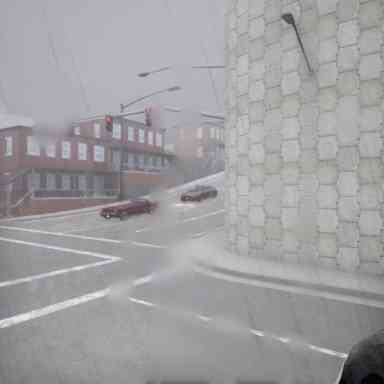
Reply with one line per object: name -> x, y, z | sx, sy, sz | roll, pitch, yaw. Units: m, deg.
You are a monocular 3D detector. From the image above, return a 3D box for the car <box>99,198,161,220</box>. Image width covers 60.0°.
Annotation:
car -> -4.542, 1.187, 24.715 | 1.895, 1.301, 4.718 | 0, 5, 35

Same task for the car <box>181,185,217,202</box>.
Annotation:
car -> 0.690, 0.078, 32.099 | 1.994, 1.385, 4.181 | 0, 9, 36

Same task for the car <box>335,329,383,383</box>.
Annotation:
car -> 3.327, 1.492, 1.591 | 4.902, 1.511, 2.128 | 0, 0, 36
